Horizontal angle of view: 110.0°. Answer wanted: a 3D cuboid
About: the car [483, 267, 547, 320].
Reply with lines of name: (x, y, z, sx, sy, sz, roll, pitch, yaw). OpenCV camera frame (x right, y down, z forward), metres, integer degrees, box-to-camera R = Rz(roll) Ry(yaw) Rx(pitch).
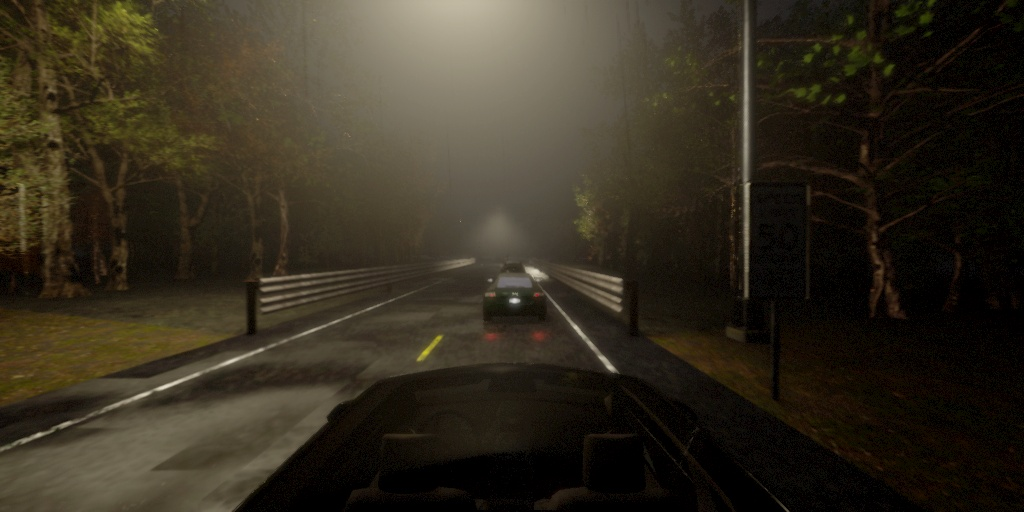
car: (0.086, 1.266, 12.443, 1.994, 1.385, 4.181, 0, 0, 0)

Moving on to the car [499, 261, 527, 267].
car: (0.086, 1.138, 27.548, 1.837, 1.490, 4.892, 0, 0, 0)
